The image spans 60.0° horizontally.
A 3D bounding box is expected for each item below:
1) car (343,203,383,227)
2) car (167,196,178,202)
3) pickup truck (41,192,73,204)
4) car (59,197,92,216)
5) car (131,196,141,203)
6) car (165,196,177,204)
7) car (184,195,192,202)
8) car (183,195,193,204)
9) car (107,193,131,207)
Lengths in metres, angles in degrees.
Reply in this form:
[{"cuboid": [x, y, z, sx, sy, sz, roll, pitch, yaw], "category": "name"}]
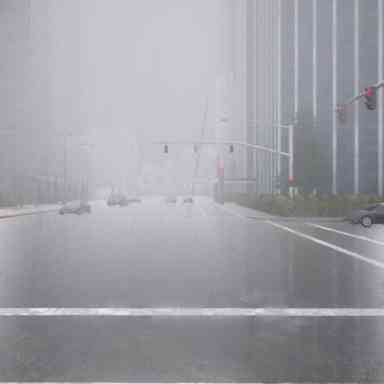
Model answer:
[{"cuboid": [12.618, 1.505, 22.088, 4.892, 1.490, 1.837, 0, 0, 0], "category": "car"}, {"cuboid": [-4.378, 1.540, 75.261, 2.033, 1.411, 5.357, 0, 0, -1], "category": "car"}, {"cuboid": [-24.365, 1.059, 60.024, 2.390, 2.098, 6.274, 0, 0, 30], "category": "pickup truck"}, {"cuboid": [-11.197, 1.526, 32.261, 1.812, 1.442, 4.674, 0, 0, 3], "category": "car"}, {"cuboid": [-11.318, 1.564, 66.032, 1.994, 1.385, 4.181, 0, 0, 0], "category": "car"}, {"cuboid": [-4.187, 1.601, 65.000, 1.895, 1.301, 4.718, 0, 0, 0], "category": "car"}, {"cuboid": [-0.882, 1.387, 75.592, 1.882, 1.535, 5.008, 0, 0, -1], "category": "car"}, {"cuboid": [-0.790, 1.526, 65.341, 1.812, 1.442, 4.674, 0, 0, -1], "category": "car"}, {"cuboid": [-11.250, 1.224, 50.367, 2.150, 2.045, 5.566, 0, 0, 0], "category": "car"}]
